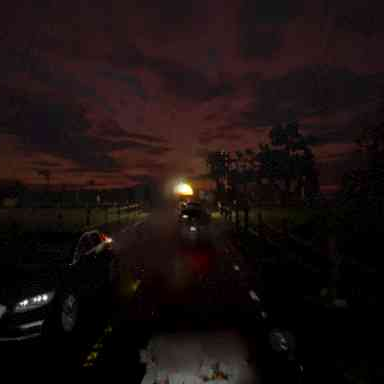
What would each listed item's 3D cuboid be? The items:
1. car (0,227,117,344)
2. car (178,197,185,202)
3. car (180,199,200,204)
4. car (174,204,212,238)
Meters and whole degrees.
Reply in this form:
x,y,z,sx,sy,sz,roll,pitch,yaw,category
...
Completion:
x,y,z,sx,sy,sz,roll,pitch,yaw,category
-2.859,1.536,6.835,2.128,1.511,4.902,0,0,0,car
-2.901,2.195,94.481,1.994,1.385,4.181,0,-1,0,car
0.095,1.711,31.911,1.837,1.490,4.892,0,-1,2,car
0.068,1.621,18.471,1.837,1.490,4.892,0,-1,0,car
